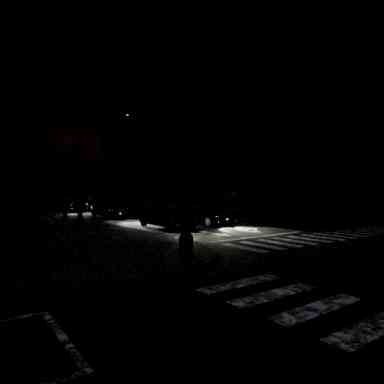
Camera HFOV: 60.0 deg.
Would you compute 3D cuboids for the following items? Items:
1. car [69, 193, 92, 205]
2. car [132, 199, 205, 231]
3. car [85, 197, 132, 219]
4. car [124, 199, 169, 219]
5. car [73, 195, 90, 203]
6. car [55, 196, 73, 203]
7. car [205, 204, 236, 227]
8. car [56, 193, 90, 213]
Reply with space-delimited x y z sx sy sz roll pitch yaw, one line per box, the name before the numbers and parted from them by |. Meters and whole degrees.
car | -18.976 1.131 56.488 2.150 2.045 5.566 0 0 -35
car | -1.606 1.455 20.827 1.882 1.535 5.008 0 0 -36
car | -7.146 1.454 28.546 2.128 1.511 4.902 0 0 -36
car | -4.167 1.437 29.969 1.882 1.535 5.008 0 0 -36
car | -22.060 1.367 66.366 1.882 1.535 5.008 0 0 -36
car | -25.110 1.439 65.038 2.033 1.411 5.357 0 0 -36
car | 1.081 1.537 22.671 1.994 1.385 4.181 0 0 -35
car | -13.031 1.301 36.759 2.097 1.767 4.553 0 0 -36
